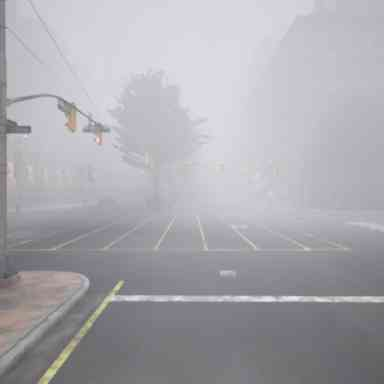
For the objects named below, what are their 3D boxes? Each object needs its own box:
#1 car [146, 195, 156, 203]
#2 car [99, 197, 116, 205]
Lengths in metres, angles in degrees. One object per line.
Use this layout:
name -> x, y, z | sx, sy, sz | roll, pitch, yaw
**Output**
car -> -8.035, 1.398, 66.376 | 1.882, 1.535, 5.008 | 0, 0, 1
car -> -14.764, 1.525, 58.053 | 1.895, 1.301, 4.718 | 0, 0, 0
